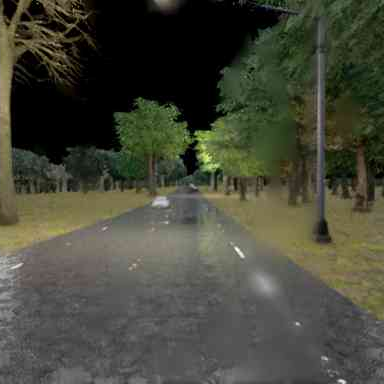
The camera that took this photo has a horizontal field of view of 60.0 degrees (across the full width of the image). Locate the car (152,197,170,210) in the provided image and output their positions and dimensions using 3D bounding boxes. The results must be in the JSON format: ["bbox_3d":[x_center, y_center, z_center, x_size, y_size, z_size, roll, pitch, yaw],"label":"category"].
[{"bbox_3d":[-3.592,1.284,39.145,1.812,1.442,4.674,0,1,0],"label":"car"}]
